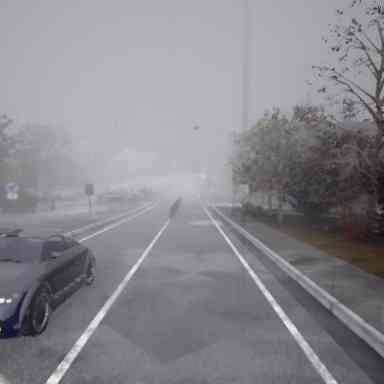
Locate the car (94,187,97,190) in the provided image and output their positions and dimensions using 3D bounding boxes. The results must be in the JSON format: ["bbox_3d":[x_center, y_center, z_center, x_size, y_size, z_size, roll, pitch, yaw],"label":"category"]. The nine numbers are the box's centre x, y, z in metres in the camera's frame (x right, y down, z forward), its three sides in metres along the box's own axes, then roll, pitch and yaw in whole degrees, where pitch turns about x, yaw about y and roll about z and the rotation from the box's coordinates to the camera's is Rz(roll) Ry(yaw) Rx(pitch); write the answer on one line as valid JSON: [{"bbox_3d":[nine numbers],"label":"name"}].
[{"bbox_3d":[-23.101,0.165,69.604,4.892,1.521,2.231,0,2,0],"label":"car"}]

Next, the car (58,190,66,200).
[{"bbox_3d":[-23.238,0.600,52.867,4.792,1.488,2.163,0,1,0],"label":"car"}]

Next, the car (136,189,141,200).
[{"bbox_3d":[-10.193,0.665,47.284,4.792,1.488,2.163,0,1,0],"label":"car"}]

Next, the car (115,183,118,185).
[{"bbox_3d":[-23.019,-0.838,88.972,4.553,1.767,2.185,0,3,0],"label":"car"}]

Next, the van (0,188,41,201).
[{"bbox_3d":[-23.134,0.430,44.494,4.442,1.987,1.878,1,1,0],"label":"van"}]

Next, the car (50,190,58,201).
[{"bbox_3d":[-23.230,0.644,49.955,4.674,1.452,2.002,0,1,0],"label":"car"}]

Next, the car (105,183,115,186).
[{"bbox_3d":[-23.050,-0.670,83.392,5.566,2.045,2.435,0,3,0],"label":"car"}]

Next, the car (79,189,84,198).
[{"bbox_3d":[-23.130,0.447,61.109,4.792,1.488,2.163,0,1,0],"label":"car"}]

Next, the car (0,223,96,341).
[{"bbox_3d":[-3.316,1.519,6.429,1.994,1.385,4.181,0,0,0],"label":"car"}]

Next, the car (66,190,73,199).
[{"bbox_3d":[-23.378,0.525,55.660,5.366,1.575,1.946,0,1,0],"label":"car"}]

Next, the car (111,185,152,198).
[{"bbox_3d":[-10.141,0.283,55.638,5.566,2.045,2.435,0,1,0],"label":"car"}]

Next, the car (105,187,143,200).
[{"bbox_3d":[-10.178,0.484,50.068,4.553,1.767,2.185,0,1,0],"label":"car"}]

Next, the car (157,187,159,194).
[{"bbox_3d":[-9.998,0.198,69.576,4.792,1.488,2.163,0,2,0],"label":"car"}]

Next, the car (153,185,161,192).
[{"bbox_3d":[-10.024,-0.166,75.141,4.553,1.767,2.185,0,2,0],"label":"car"}]

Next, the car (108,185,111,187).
[{"bbox_3d":[-23.045,-0.285,80.619,5.008,1.535,2.097,0,3,0],"label":"car"}]

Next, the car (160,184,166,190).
[{"bbox_3d":[-9.919,-0.564,86.280,5.008,1.535,2.097,0,3,0],"label":"car"}]

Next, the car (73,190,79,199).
[{"bbox_3d":[-23.361,0.473,58.455,5.366,1.575,1.946,0,1,0],"label":"car"}]

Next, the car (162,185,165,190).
[{"bbox_3d":[-9.935,-0.421,83.495,5.008,1.535,2.097,0,3,0],"label":"car"}]

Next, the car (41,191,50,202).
[{"bbox_3d":[-23.247,0.670,47.171,4.674,1.452,2.002,0,1,0],"label":"car"}]

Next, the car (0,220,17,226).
[{"bbox_3d":[-10.046,1.524,14.691,4.792,1.488,2.163,0,0,0],"label":"car"}]

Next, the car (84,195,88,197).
[{"bbox_3d":[-23.137,0.343,63.899,5.008,1.535,2.097,0,2,0],"label":"car"}]

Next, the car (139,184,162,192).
[{"bbox_3d":[-10.007,-0.285,77.919,4.553,1.767,2.185,0,3,0],"label":"car"}]

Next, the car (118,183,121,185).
[{"bbox_3d":[-22.966,-0.872,91.759,5.008,1.535,2.097,0,3,0],"label":"car"}]

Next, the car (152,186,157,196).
[{"bbox_3d":[-10.013,0.136,66.785,4.553,1.767,2.185,0,2,0],"label":"car"}]

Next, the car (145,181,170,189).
[{"bbox_3d":[-9.901,-1.289,94.608,5.566,2.045,2.435,0,3,0],"label":"car"}]

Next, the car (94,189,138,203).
[{"bbox_3d":[-10.151,0.690,44.500,4.792,1.488,2.163,0,1,0],"label":"car"}]

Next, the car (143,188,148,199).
[{"bbox_3d":[-10.124,0.576,52.848,5.008,1.535,2.097,0,1,0],"label":"car"}]

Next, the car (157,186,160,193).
[{"bbox_3d":[-10.039,0.098,72.362,4.792,1.488,2.163,0,2,0],"label":"car"}]

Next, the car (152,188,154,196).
[{"bbox_3d":[-10.049,0.450,61.210,4.792,1.488,2.163,0,2,0],"label":"car"}]

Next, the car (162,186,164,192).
[{"bbox_3d":[-9.961,-0.246,80.711,4.674,1.452,2.002,0,3,0],"label":"car"}]

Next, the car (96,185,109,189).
[{"bbox_3d":[-22.871,-0.161,77.831,5.366,1.575,1.946,0,2,0],"label":"car"}]
